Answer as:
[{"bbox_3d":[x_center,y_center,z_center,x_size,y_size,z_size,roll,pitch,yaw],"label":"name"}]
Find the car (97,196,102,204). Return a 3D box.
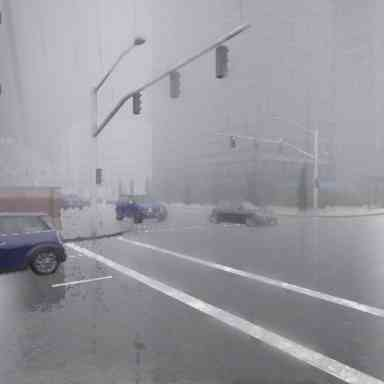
[{"bbox_3d":[-19.032,1.492,64.819,2.128,1.511,4.902,0,0,-36],"label":"car"}]

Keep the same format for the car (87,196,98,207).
[{"bbox_3d":[-15.552,1.601,47.607,1.895,1.301,4.718,0,0,-35],"label":"car"}]

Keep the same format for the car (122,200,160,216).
[{"bbox_3d":[-5.113,1.525,33.011,1.812,1.442,4.674,0,0,-36],"label":"car"}]

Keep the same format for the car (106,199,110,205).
[{"bbox_3d":[-13.067,1.526,56.485,1.812,1.442,4.674,0,0,-36],"label":"car"}]

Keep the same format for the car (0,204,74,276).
[{"bbox_3d":[-5.774,1.352,8.646,4.553,1.767,2.097,0,0,-38],"label":"car"}]

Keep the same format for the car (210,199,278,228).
[{"bbox_3d":[3.387,1.352,22.107,2.097,1.767,4.553,0,0,-44],"label":"car"}]

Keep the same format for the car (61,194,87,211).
[{"bbox_3d":[-15.173,1.225,41.066,2.150,2.045,5.566,0,0,-35],"label":"car"}]

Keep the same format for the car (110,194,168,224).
[{"bbox_3d":[-3.993,1.220,25.359,2.150,2.045,5.566,0,0,-34],"label":"car"}]
